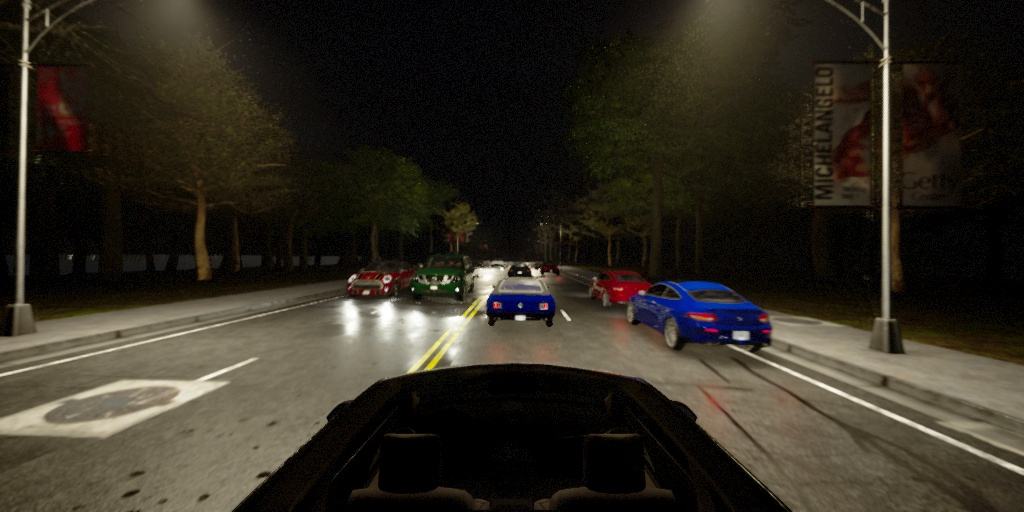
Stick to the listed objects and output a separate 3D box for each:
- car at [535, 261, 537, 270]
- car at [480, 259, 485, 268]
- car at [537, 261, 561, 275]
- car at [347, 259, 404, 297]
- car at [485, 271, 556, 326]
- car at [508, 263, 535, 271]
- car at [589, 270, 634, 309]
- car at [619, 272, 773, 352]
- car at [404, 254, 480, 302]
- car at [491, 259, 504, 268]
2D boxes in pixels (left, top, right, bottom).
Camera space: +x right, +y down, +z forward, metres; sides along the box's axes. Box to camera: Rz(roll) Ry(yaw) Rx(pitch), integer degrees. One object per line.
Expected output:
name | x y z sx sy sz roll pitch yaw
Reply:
car | 4.140 1.366 50.735 1.895 1.301 4.718 1 0 1
car | -5.557 1.160 58.691 1.837 1.490 4.892 1 0 1
car | 3.986 1.282 38.258 1.812 1.442 4.674 1 0 2
car | -6.292 0.998 17.848 2.097 1.767 4.553 1 0 1
car | 0.275 1.335 11.624 1.895 1.301 4.718 1 0 1
car | 0.646 1.282 30.096 1.994 1.385 4.181 1 0 1
car | 4.475 1.307 15.023 1.812 1.442 4.674 1 0 1
car | 4.344 1.314 9.017 1.812 1.442 4.674 1 0 1
car | -3.055 0.908 17.074 2.150 2.045 5.566 1 0 1
car | -2.307 1.221 58.662 1.812 1.442 4.674 1 0 1
